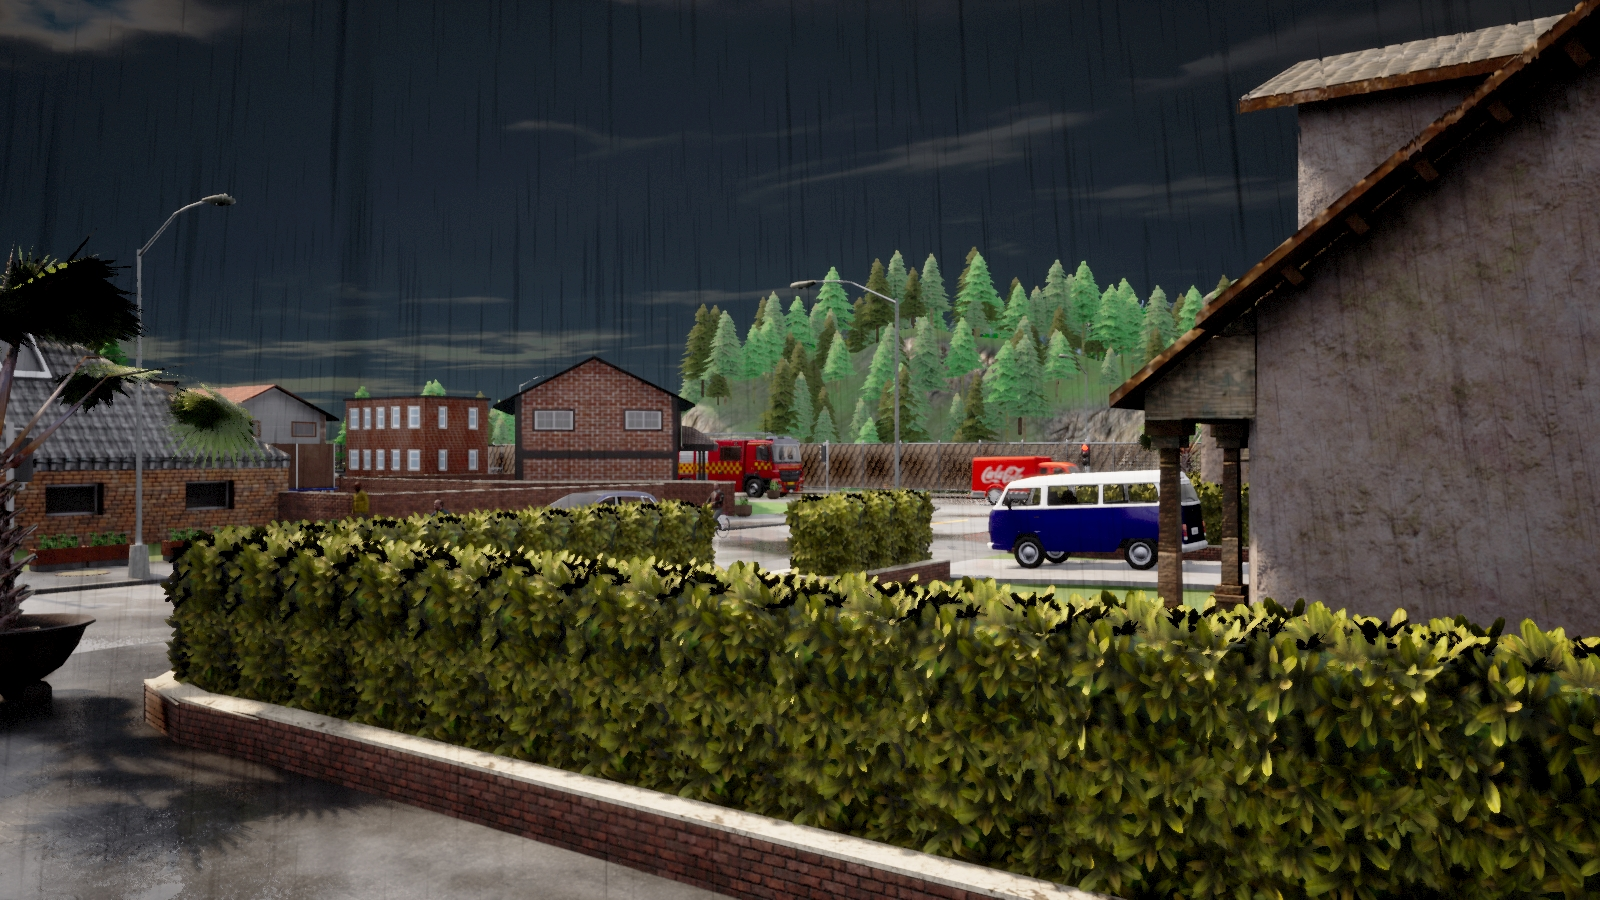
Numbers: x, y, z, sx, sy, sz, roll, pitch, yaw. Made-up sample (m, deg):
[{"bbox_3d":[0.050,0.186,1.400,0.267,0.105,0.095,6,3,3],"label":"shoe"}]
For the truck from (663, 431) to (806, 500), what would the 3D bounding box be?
[{"bbox_3d":[-3.975,0.874,67.647,8.468,3.827,2.891,0,0,35],"label":"truck"}]

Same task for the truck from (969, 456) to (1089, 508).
[{"bbox_3d":[11.383,1.564,56.906,5.204,2.467,2.627,0,0,35],"label":"truck"}]

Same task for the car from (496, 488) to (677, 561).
[{"bbox_3d":[-5.756,1.958,31.296,2.242,1.667,4.611,0,0,35],"label":"car"}]

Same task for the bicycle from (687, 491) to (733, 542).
[{"bbox_3d":[-2.784,2.051,35.584,0.329,1.471,1.835,0,0,35],"label":"bicycle"}]

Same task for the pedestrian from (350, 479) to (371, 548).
[{"bbox_3d":[-12.023,1.732,31.237,0.375,1.860,0.375,0,0,33],"label":"pedestrian"}]
